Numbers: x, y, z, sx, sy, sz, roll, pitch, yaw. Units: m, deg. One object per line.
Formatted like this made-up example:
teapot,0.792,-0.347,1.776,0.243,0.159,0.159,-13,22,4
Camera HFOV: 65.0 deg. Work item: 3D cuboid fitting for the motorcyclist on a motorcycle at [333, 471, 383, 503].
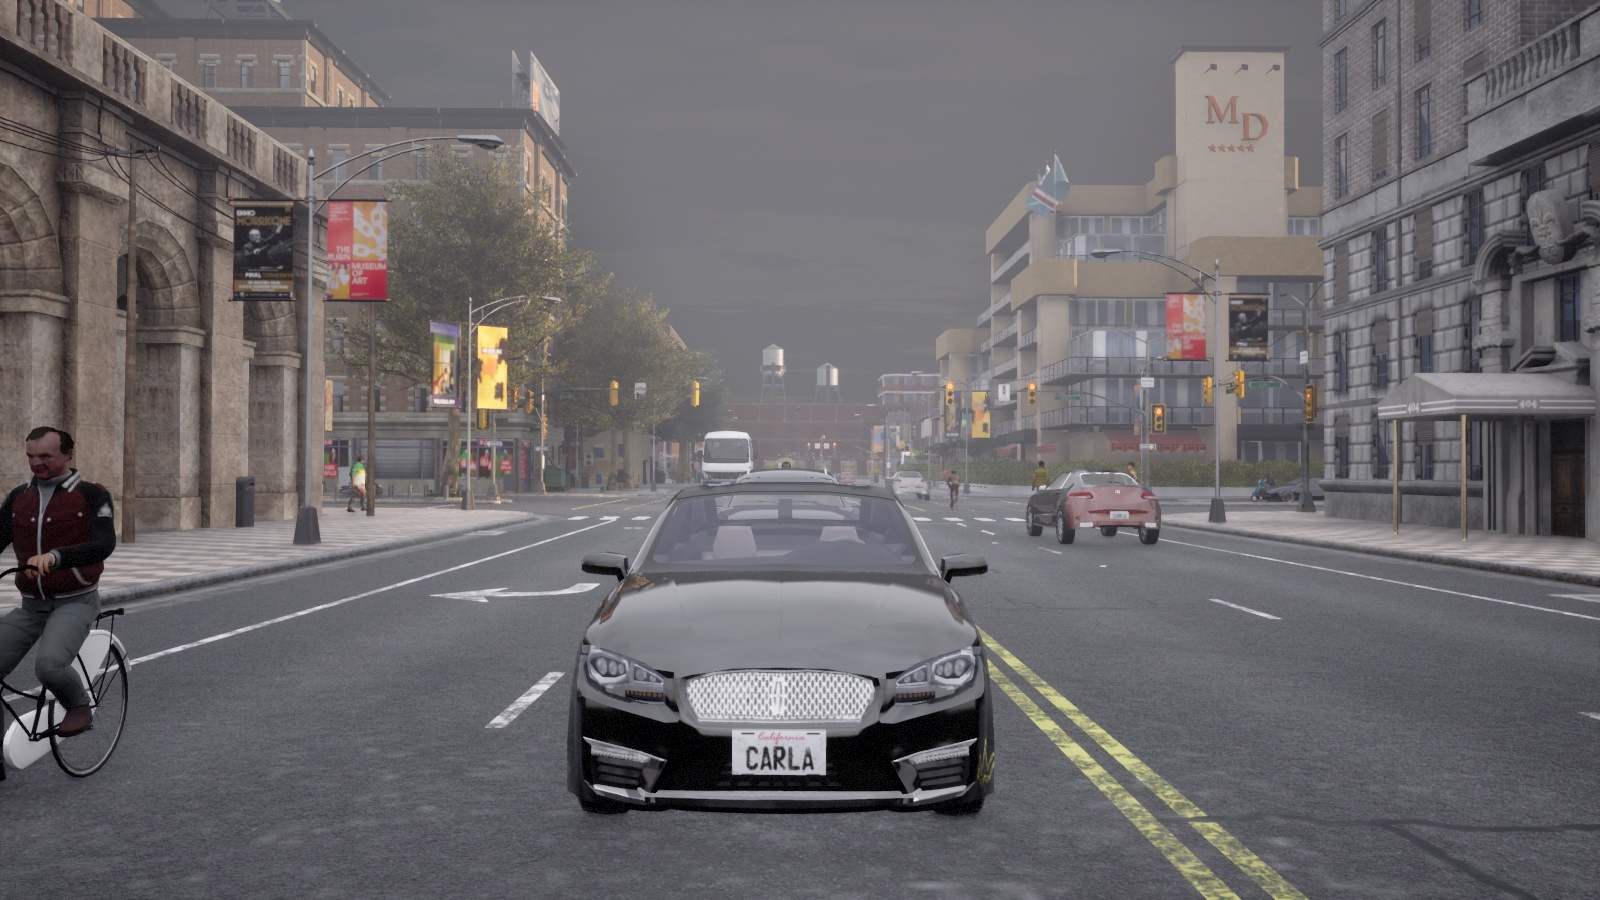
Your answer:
motorcyclist on a motorcycle,-23.176,1.961,65.864,2.350,1.649,0.766,0,-1,-1

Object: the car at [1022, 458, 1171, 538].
car,6.669,1.050,28.852,2.152,1.651,5.027,0,-1,-1

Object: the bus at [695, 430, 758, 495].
bus,-4.931,0.914,86.961,3.944,4.253,10.273,0,-1,-1

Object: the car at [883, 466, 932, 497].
car,5.903,1.733,69.470,2.152,1.651,5.027,0,-1,-1

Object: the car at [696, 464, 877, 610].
car,-0.165,1.024,16.622,2.033,1.649,4.856,0,-1,0

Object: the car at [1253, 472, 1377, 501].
car,25.783,1.814,63.007,5.357,1.411,2.033,0,-1,-1

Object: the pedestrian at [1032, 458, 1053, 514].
pedestrian,8.035,1.191,41.583,0.431,1.840,0.709,-1,-1,35

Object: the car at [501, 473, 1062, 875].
car,-0.075,0.892,7.228,2.128,1.511,4.902,0,-1,0

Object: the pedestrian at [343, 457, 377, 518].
pedestrian,-14.353,1.216,41.007,0.873,1.952,0.659,0,-1,-1

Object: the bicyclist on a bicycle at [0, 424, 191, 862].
bicyclist on a bicycle,-3.575,0.796,5.776,0.659,1.776,1.843,0,-1,0
